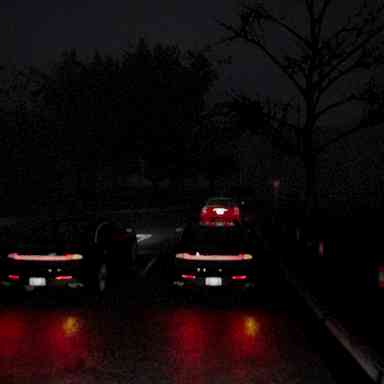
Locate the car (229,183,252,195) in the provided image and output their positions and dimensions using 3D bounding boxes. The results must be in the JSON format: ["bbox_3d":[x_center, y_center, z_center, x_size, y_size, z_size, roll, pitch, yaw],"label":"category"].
[{"bbox_3d":[6.448,-0.434,44.927,1.882,1.535,5.008,0,3,-12],"label":"car"}]

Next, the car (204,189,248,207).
[{"bbox_3d":[1.786,0.936,18.373,2.097,1.767,4.553,1,2,11],"label":"car"}]

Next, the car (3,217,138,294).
[{"bbox_3d":[-2.710,1.386,8.540,2.128,1.511,4.902,0,1,3],"label":"car"}]

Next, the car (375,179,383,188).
[{"bbox_3d":[34.956,-1.591,59.587,2.185,1.767,4.553,-1,4,-15],"label":"car"}]

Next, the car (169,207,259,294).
[{"bbox_3d":[0.540,1.392,8.574,2.128,1.511,4.902,0,1,3],"label":"car"}]
